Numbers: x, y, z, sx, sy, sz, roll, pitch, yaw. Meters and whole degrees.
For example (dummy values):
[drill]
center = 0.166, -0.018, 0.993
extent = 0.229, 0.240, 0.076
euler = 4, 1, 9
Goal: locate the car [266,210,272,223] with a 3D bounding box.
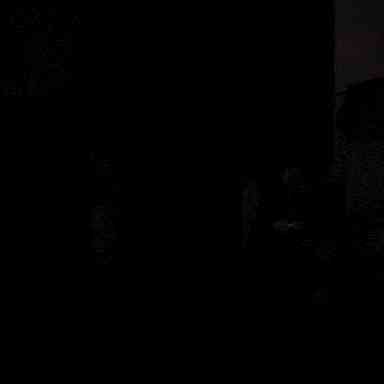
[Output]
[car]
center = 3.797, 1.505, 24.974
extent = 1.837, 1.490, 4.892
euler = 0, 0, -36
